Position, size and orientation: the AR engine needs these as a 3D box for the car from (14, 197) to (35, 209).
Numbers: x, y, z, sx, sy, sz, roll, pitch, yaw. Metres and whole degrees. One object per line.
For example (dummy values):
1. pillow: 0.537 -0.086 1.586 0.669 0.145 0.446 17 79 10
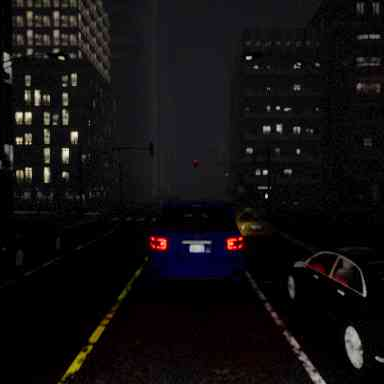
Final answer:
1. car: -21.643 1.237 40.306 4.829 1.417 1.752 0 1 1

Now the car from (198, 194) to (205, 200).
1. car: 2.719 1.338 94.202 1.967 1.590 4.097 -1 0 0

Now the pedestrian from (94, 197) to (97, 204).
1. pedestrian: -12.530 1.260 43.149 0.500 1.100 0.500 0 1 1

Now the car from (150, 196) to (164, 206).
1. car: -5.678 1.464 54.453 1.752 1.417 4.829 -1 0 0

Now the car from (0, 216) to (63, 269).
1. car: -5.828 1.531 11.081 1.887 1.381 4.507 -1 0 0

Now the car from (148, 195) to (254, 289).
1. car: 0.101 1.210 9.290 2.150 2.045 5.566 0 0 0

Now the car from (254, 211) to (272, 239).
1. car: 2.814 1.505 16.834 1.752 1.417 4.829 -1 0 0

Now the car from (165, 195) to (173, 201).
1. car: -5.664 1.492 82.895 1.802 1.307 4.206 -1 0 0

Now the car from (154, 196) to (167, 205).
1. car: -5.675 1.498 60.277 1.947 1.339 4.313 -1 0 0

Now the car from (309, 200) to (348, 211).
1. car: 16.331 1.586 39.791 4.403 1.369 2.008 0 1 1

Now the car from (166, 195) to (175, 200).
1. car: -5.662 1.449 88.550 1.887 1.381 4.507 -1 0 0

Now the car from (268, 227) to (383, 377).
1. car: 2.809 1.544 5.375 2.008 1.369 4.403 -1 0 0

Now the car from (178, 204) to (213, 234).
1. car: 0.107 1.502 19.801 1.812 1.442 4.674 0 0 -2
